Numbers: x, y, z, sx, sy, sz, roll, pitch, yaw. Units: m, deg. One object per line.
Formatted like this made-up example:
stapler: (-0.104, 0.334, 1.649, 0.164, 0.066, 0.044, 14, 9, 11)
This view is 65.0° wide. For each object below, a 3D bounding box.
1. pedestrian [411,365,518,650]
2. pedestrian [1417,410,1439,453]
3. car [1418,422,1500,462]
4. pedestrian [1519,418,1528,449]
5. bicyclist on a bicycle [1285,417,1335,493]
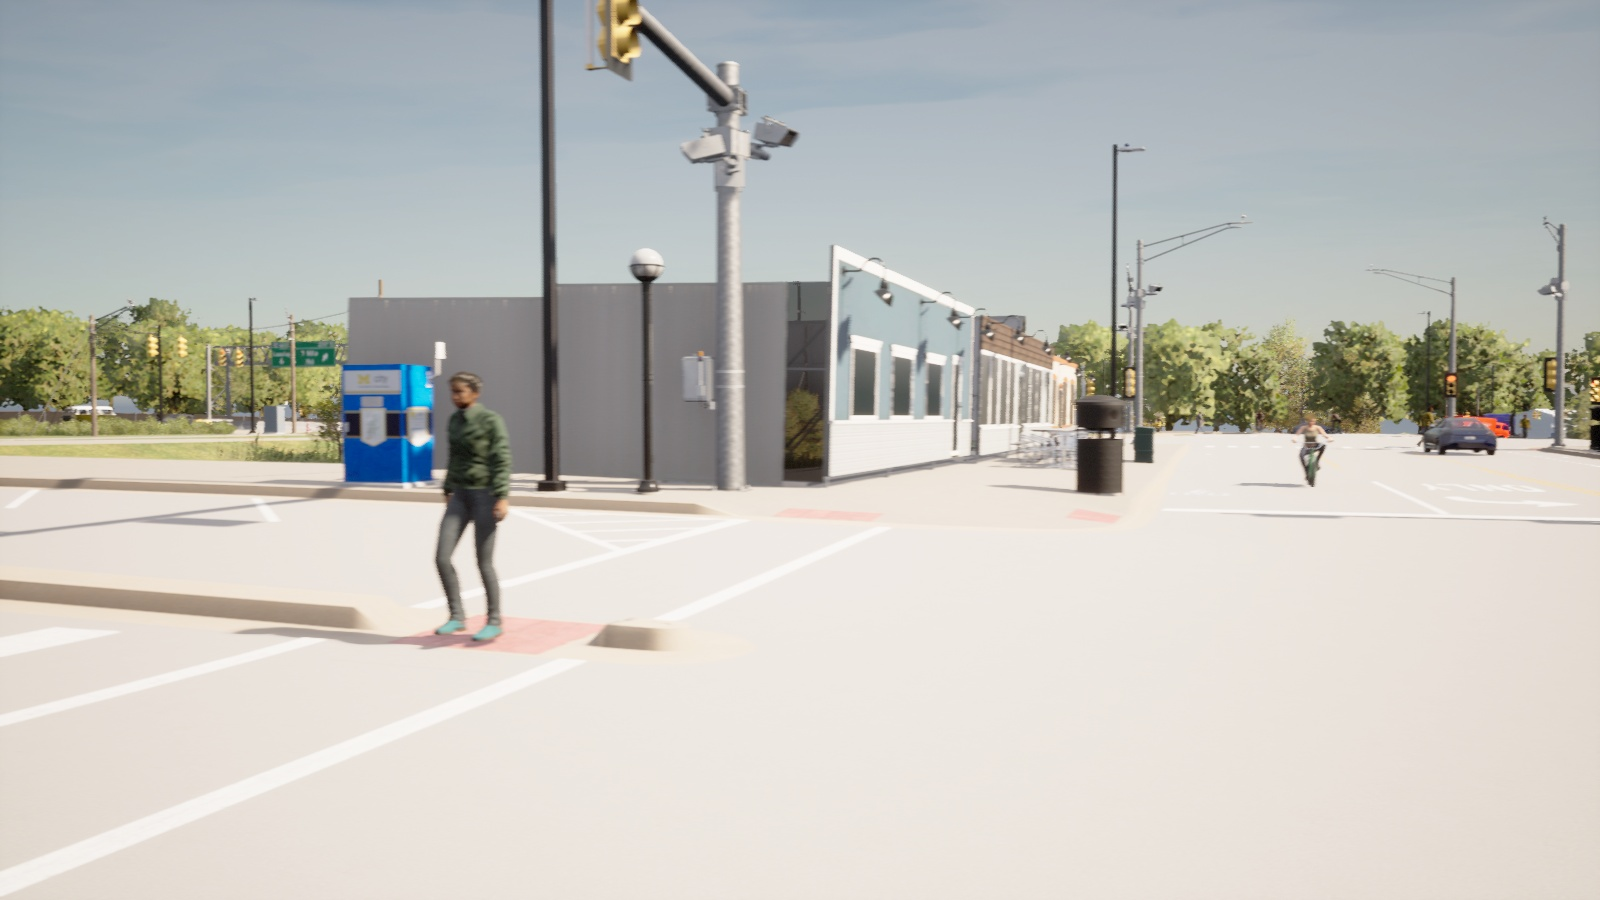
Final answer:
pedestrian: (-2.257, 0.363, 8.477, 0.353, 1.847, 0.614, 2, 3, 32)
pedestrian: (27.110, -0.820, 54.203, 0.709, 1.840, 0.431, 0, 2, 6)
car: (25.083, -0.348, 47.938, 1.994, 1.385, 4.181, 1, 2, 17)
pedestrian: (43.131, -0.963, 74.812, 0.370, 1.835, 0.726, 2, 3, 34)
bicyclist on a bicycle: (11.154, 0.089, 27.527, 0.866, 1.612, 1.509, 1, 2, 18)
